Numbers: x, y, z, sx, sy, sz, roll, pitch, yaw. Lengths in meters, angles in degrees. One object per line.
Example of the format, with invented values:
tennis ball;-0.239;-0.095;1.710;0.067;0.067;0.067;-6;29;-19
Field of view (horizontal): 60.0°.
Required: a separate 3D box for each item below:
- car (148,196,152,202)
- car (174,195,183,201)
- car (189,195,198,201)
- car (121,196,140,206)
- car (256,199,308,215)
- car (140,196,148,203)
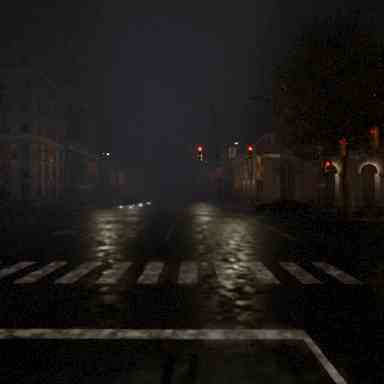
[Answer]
car;-10.160;1.549;74.936;1.895;1.301;4.718;0;0;1
car;-3.110;1.401;78.670;2.128;1.511;4.902;0;0;1
car;0.389;1.401;78.626;2.128;1.511;4.902;0;0;1
car;-10.408;1.443;55.152;1.882;1.535;5.008;0;0;1
car;8.818;1.457;32.877;5.008;1.535;1.882;0;0;0
car;-10.332;1.561;64.775;1.895;1.301;4.718;0;0;1
